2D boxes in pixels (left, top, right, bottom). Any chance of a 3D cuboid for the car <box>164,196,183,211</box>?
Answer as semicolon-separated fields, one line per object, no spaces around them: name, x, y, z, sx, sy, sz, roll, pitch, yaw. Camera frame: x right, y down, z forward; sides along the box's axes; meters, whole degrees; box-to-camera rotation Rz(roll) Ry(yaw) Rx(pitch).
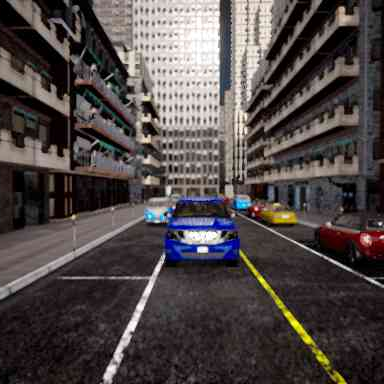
car;-2.088;1.336;39.169;1.967;1.590;4.097;-1;0;0

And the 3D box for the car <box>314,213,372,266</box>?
car;5.697;1.411;11.417;1.967;1.590;4.097;-1;0;0

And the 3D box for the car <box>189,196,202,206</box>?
car;0.526;1.388;50.994;1.812;1.442;4.674;0;0;0

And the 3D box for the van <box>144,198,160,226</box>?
van;-2.146;1.282;22.522;1.690;1.788;3.998;-1;0;0

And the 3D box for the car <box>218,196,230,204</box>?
car;5.869;1.378;61.358;1.887;1.381;4.507;-1;0;0

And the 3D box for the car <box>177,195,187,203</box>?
car;-1.993;1.361;66.914;1.887;1.381;4.507;-1;0;0

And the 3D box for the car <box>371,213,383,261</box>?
car;5.677;1.300;5.867;2.192;1.841;5.009;-1;0;0

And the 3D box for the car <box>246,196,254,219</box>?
car;5.754;1.367;28.063;1.967;1.590;4.097;-1;0;0

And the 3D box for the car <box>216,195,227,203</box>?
car;5.888;1.342;67.077;1.752;1.417;4.829;-1;0;0

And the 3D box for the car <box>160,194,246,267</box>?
car;0.294;1.193;11.643;2.150;2.045;5.566;0;0;0

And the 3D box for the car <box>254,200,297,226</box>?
car;5.737;1.466;22.685;1.752;1.417;4.829;-1;0;0

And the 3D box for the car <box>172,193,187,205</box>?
car;-2.033;1.164;55.816;2.192;1.841;5.009;-1;0;0
